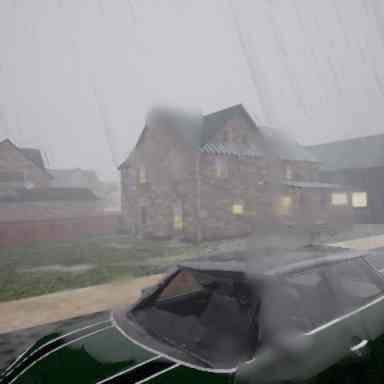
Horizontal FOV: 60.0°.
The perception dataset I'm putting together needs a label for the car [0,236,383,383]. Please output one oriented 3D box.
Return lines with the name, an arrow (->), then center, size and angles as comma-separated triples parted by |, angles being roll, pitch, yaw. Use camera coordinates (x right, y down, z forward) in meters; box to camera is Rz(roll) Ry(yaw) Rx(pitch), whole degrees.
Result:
car -> 0.439, 1.455, 3.385 | 4.553, 1.767, 2.097 | 0, -2, -37
